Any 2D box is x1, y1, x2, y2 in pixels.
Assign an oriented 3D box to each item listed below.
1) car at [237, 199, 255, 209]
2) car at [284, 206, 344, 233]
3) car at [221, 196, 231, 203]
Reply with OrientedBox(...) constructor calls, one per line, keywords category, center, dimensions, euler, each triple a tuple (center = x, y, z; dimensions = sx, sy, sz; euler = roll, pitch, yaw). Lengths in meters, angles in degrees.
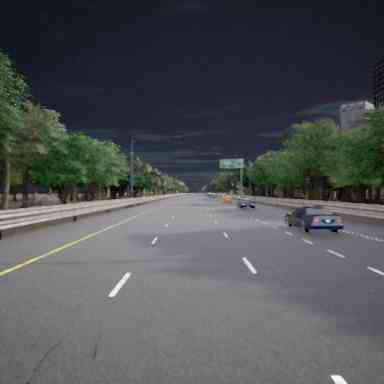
OrientedBox(category="car", center=(7.119, 1.629, 44.445), dimensions=(1.895, 1.301, 4.718), euler=(0, 0, 0))
OrientedBox(category="car", center=(7.027, 1.559, 19.675), dimensions=(2.033, 1.411, 5.357), euler=(0, 0, 0))
OrientedBox(category="car", center=(7.294, 1.515, 71.018), dimensions=(1.882, 1.535, 5.008), euler=(0, 0, 0))
